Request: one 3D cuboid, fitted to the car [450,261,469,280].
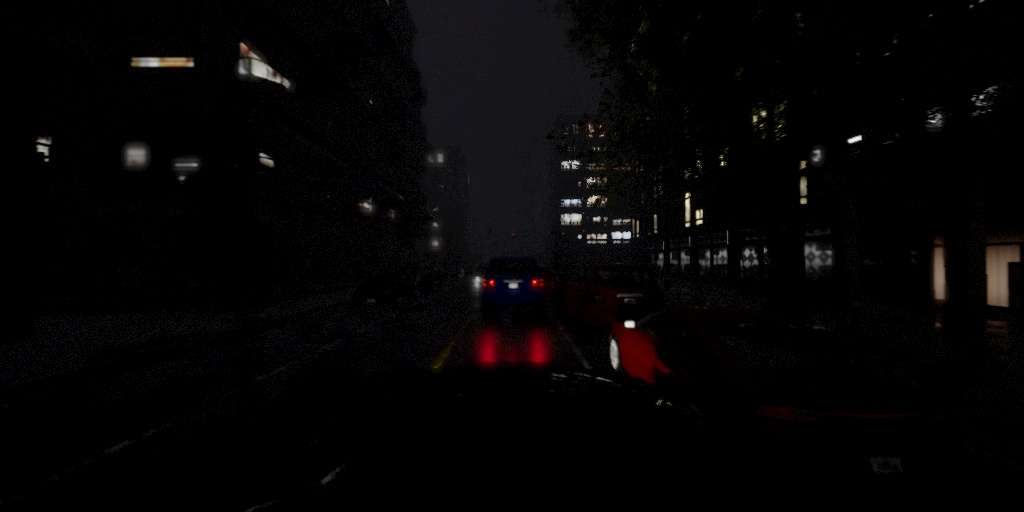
[{"bbox_3d":[-5.452,1.437,33.003,1.948,1.339,4.313,0,0,0],"label":"car"}]

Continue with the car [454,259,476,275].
[{"bbox_3d":[-5.452,1.209,38.650,2.192,1.841,5.009,0,0,0],"label":"car"}]

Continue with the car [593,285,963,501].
[{"bbox_3d":[2.568,1.306,4.688,1.888,1.381,4.507,0,0,0],"label":"car"}]

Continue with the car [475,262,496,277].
[{"bbox_3d":[-2.821,1.402,38.959,1.837,1.490,4.892,0,-1,0],"label":"car"}]

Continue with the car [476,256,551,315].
[{"bbox_3d":[0.065,1.019,13.868,2.150,2.045,5.566,0,0,0],"label":"car"}]

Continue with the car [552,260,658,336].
[{"bbox_3d":[2.602,1.096,10.341,2.192,1.841,5.009,0,0,0],"label":"car"}]

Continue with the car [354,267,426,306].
[{"bbox_3d":[-5.452,1.369,16.064,1.948,1.339,4.313,0,0,0],"label":"car"}]

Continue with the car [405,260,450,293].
[{"bbox_3d":[-5.452,1.140,21.711,2.192,1.841,5.009,0,0,0],"label":"car"}]
